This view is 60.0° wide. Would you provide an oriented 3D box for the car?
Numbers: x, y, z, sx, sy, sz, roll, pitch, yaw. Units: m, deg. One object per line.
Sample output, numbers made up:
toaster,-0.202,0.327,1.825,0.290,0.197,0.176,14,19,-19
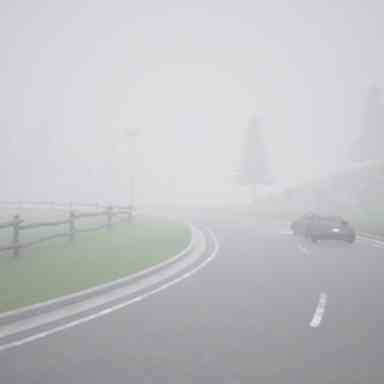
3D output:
car,6.438,1.675,16.743,1.994,1.385,4.181,0,0,2
